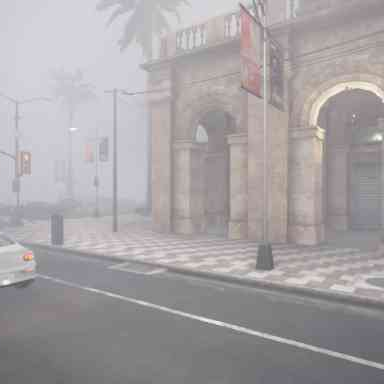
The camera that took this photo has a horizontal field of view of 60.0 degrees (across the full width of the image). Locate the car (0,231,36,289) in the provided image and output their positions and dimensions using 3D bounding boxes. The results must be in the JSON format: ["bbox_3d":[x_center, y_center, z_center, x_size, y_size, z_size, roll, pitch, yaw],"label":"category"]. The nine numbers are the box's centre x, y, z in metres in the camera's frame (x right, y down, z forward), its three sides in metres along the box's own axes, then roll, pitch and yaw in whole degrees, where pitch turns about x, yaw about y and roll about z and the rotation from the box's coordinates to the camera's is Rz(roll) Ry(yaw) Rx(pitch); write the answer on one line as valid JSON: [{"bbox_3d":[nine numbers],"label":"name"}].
[{"bbox_3d":[-5.527,1.525,7.900,4.674,1.442,1.812,0,0,36],"label":"car"}]

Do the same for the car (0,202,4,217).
[{"bbox_3d":[-17.206,1.503,28.586,1.837,1.490,4.892,0,0,36],"label":"car"}]

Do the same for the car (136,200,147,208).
[{"bbox_3d":[-4.948,1.599,45.691,1.895,1.301,4.718,0,0,36],"label":"car"}]

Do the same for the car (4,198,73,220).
[{"bbox_3d":[-12.976,1.524,28.459,1.812,1.442,4.674,0,0,36],"label":"car"}]

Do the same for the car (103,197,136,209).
[{"bbox_3d":[-9.410,1.599,45.822,1.895,1.301,4.718,0,0,36],"label":"car"}]

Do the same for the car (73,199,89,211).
[{"bbox_3d":[-14.809,1.503,38.287,1.837,1.490,4.892,0,0,36],"label":"car"}]

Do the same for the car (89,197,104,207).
[{"bbox_3d":[-13.786,1.511,51.035,2.161,1.482,4.786,0,0,35],"label":"car"}]
